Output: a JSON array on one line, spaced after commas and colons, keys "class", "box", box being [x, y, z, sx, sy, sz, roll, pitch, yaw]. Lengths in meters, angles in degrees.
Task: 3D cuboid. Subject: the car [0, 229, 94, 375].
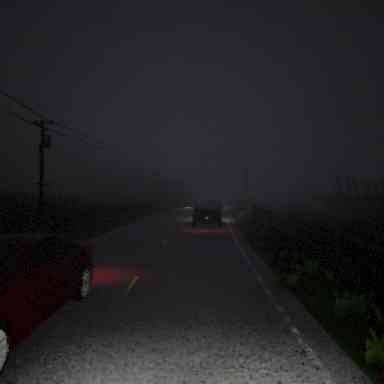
[{"class": "car", "box": [-3.183, 1.471, 5.516, 1.882, 1.535, 5.008, 0, 0, 1]}]

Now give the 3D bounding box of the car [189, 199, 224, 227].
[{"class": "car", "box": [1.074, 1.463, 22.852, 1.882, 1.535, 5.008, 0, 0, 4]}]

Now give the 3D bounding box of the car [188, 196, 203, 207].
[{"class": "car", "box": [0.623, 1.347, 50.314, 2.097, 1.767, 4.553, 0, 0, 7]}]
